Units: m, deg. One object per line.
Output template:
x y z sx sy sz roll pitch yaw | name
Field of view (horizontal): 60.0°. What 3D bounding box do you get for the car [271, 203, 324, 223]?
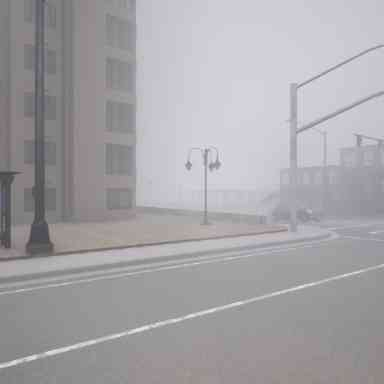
9.135 1.755 29.113 2.097 1.767 4.553 1 -5 -36 | car
